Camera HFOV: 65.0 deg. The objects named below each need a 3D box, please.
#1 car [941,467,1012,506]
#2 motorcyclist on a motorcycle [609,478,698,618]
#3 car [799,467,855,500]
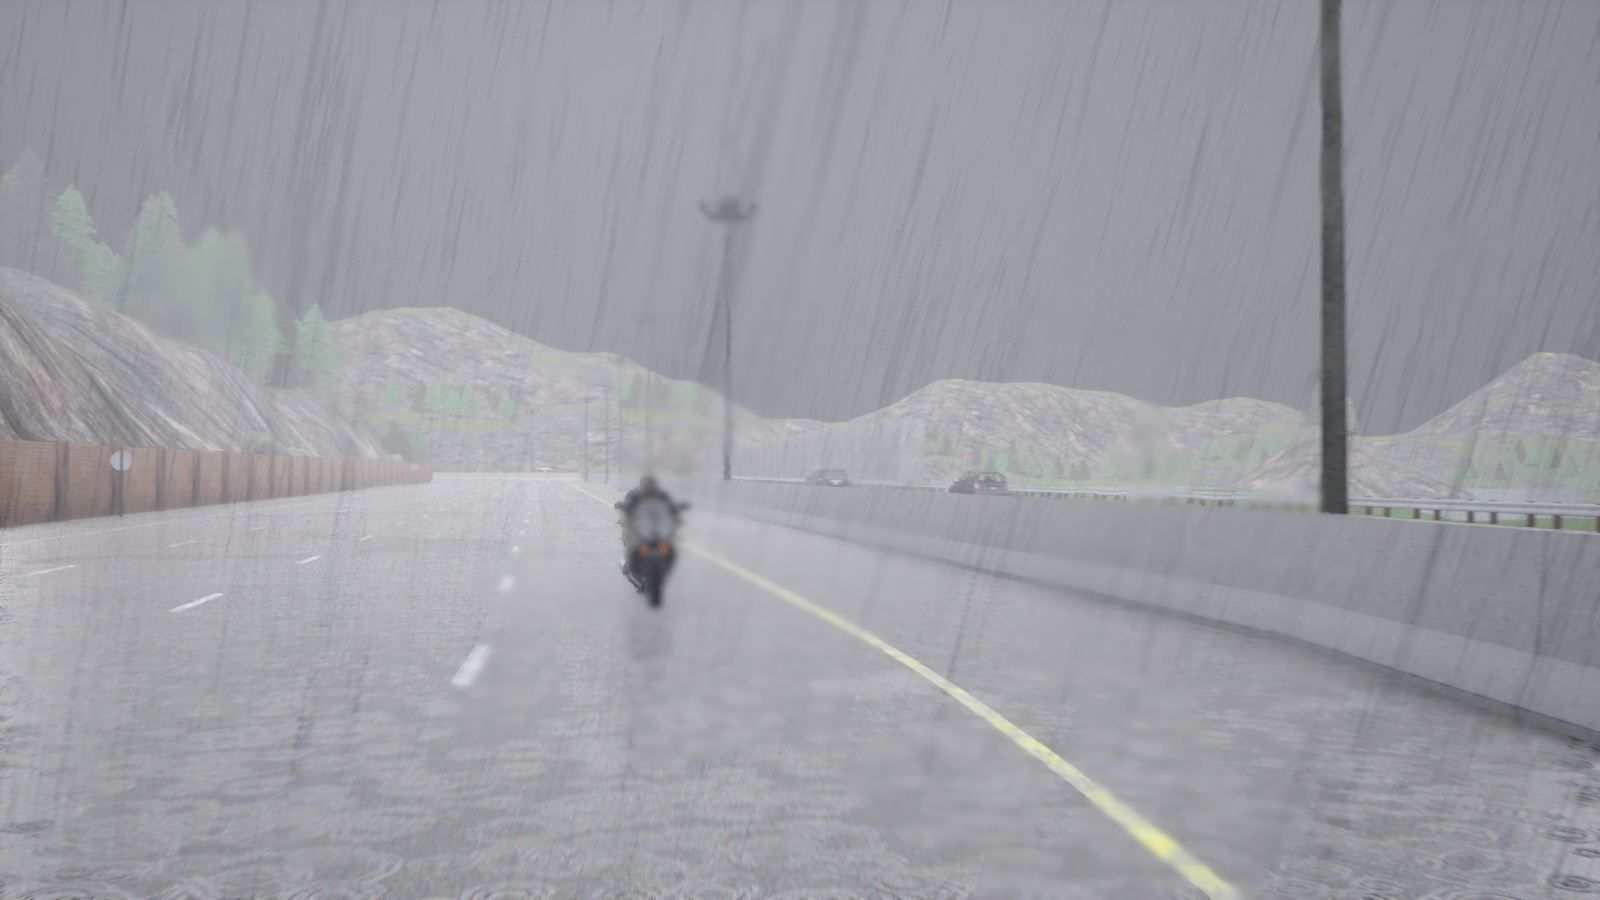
[{"bbox_3d":[7.759,1.591,55.440,1.851,1.617,3.988,0,-1,-12],"label":"car"},{"bbox_3d":[-1.794,1.113,15.059,0.866,1.530,2.191,0,-1,-11],"label":"motorcyclist on a motorcycle"},{"bbox_3d":[1.414,1.816,68.883,2.097,1.767,4.553,0,-1,-12],"label":"car"}]
